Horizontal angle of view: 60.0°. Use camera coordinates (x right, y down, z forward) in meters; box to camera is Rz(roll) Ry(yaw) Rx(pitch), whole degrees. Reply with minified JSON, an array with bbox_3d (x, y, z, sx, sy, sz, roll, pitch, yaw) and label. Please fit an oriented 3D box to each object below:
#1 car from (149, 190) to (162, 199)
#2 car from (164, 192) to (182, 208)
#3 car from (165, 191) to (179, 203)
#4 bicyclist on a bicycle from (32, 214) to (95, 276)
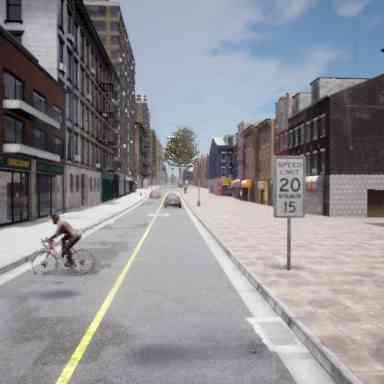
[{"bbox_3d":[-6.260,0.390,56.818,1.812,1.442,4.674,0,2,-3],"label":"car"},{"bbox_3d":[-2.217,1.045,38.489,1.994,1.385,4.181,0,1,-3],"label":"car"},{"bbox_3d":[-2.851,0.665,48.408,1.882,1.535,5.008,0,2,-3],"label":"car"},{"bbox_3d":[-3.408,1.407,8.780,1.656,1.620,0.582,-2,1,-4],"label":"bicyclist on a bicycle"}]
